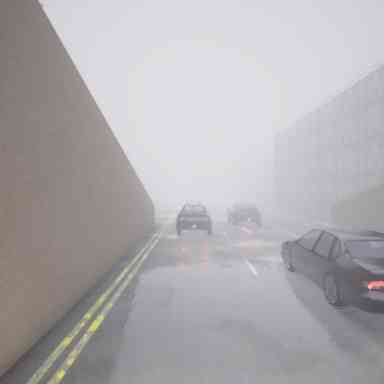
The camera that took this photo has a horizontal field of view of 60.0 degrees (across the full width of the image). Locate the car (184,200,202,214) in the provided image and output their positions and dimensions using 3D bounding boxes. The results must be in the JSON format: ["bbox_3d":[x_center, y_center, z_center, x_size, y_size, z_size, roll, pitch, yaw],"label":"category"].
[{"bbox_3d":[0.100,1.584,35.764,1.895,1.301,4.718,0,0,0],"label":"car"}]

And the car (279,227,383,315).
[{"bbox_3d":[3.603,1.544,7.837,2.033,1.411,5.357,0,0,0],"label":"car"}]

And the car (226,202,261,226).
[{"bbox_3d":[3.606,1.494,23.462,1.837,1.490,4.892,0,0,0],"label":"car"}]

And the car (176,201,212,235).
[{"bbox_3d":[0.106,1.482,18.793,2.128,1.511,4.902,0,0,0],"label":"car"}]
